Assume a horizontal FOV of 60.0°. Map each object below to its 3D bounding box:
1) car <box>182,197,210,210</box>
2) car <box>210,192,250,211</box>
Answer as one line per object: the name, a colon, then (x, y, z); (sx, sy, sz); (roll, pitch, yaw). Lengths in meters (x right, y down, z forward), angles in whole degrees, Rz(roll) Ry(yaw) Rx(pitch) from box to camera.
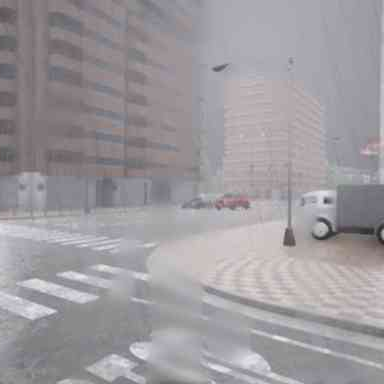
car: (0.766, 1.355, 39.327); (1.812, 1.442, 4.674); (1, 0, 35)
car: (4.826, 1.084, 38.989); (2.150, 2.045, 5.566); (1, 1, 36)
